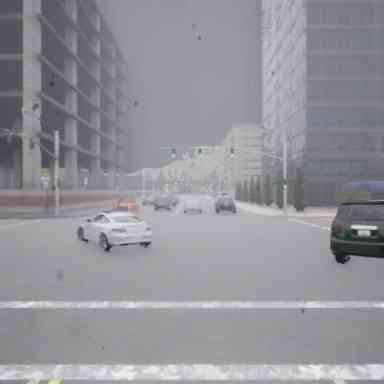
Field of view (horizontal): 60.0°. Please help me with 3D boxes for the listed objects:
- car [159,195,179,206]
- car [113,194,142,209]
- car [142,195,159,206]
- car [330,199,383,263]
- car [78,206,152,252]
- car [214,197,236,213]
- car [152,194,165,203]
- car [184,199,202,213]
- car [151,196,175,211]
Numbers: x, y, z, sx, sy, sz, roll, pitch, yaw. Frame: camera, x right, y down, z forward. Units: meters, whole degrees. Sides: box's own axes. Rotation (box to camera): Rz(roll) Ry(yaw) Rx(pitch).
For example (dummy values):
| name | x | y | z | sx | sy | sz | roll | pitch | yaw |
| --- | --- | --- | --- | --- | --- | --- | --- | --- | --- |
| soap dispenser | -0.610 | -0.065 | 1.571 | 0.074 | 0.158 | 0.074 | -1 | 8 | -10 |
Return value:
| name | x | y | z | sx | sy | sz | roll | pitch | yaw |
| --- | --- | --- | --- | --- | --- | --- | --- | --- | --- |
| car | -3.556 | 1.407 | 51.956 | 2.097 | 1.767 | 4.553 | 0 | 0 | 0 |
| car | -7.088 | 1.392 | 35.954 | 2.097 | 1.767 | 4.553 | 0 | 0 | 0 |
| car | -7.035 | 1.584 | 54.834 | 1.812 | 1.442 | 4.674 | 0 | 0 | 0 |
| car | 6.465 | 1.233 | 11.230 | 2.150 | 2.045 | 5.566 | -2 | -2 | 40 |
| car | -3.324 | 1.541 | 14.055 | 1.812 | 1.442 | 4.674 | 1 | 0 | -35 |
| car | 3.603 | 1.392 | 37.118 | 2.097 | 1.767 | 4.553 | 0 | 0 | 0 |
| car | -6.996 | 1.370 | 69.760 | 2.097 | 1.767 | 4.553 | 0 | 0 | 0 |
| car | 0.102 | 1.566 | 37.915 | 1.812 | 1.442 | 4.674 | 0 | 0 | 0 |
| car | -3.574 | 1.549 | 41.609 | 1.837 | 1.490 | 4.892 | 0 | 0 | 0 |
